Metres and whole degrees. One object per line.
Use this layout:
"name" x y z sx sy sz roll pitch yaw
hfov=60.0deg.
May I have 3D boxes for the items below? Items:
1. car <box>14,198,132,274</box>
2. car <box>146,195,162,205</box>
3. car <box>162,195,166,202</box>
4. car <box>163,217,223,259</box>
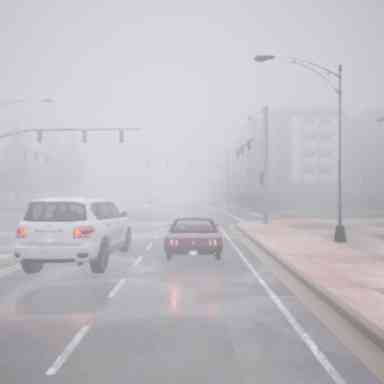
"car" -3.453 1.205 10.749 2.150 2.045 5.566 0 -1 1
"car" -7.030 1.430 59.428 1.882 1.535 5.008 0 0 1
"car" -6.990 1.410 74.499 2.128 1.511 4.902 0 0 0
"car" 0.062 1.591 12.488 1.895 1.301 4.718 0 0 0
